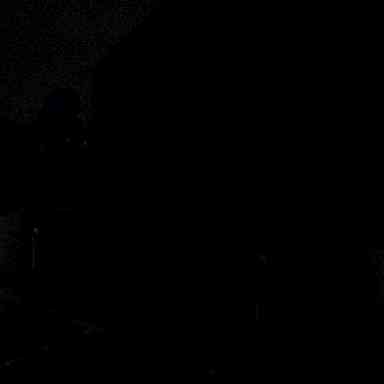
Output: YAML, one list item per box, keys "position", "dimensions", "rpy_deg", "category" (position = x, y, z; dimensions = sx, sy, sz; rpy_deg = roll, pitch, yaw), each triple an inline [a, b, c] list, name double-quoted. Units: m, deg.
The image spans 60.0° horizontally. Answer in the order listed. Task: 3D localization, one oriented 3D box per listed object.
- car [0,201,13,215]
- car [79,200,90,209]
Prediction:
- position: [-19.101, 1.405, 30.720]
  dimensions: [1.812, 1.442, 4.674]
  rpy_deg: [1, 1, 34]
  category: "car"
- position: [-11.660, 1.365, 41.062]
  dimensions: [1.812, 1.442, 4.674]
  rpy_deg: [1, 1, 36]
  category: "car"
